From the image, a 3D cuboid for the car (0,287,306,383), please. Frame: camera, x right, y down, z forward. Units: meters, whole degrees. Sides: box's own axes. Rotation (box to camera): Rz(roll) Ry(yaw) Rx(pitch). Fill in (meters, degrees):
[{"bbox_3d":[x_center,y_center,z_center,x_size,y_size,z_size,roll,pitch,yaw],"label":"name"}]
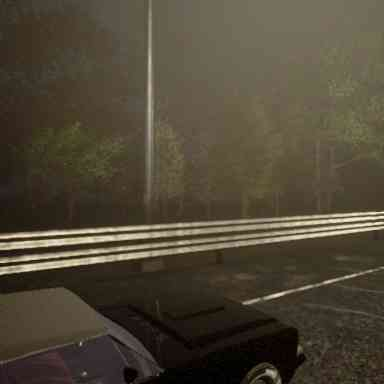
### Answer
[{"bbox_3d":[-1.126,1.604,2.941,4.718,1.301,1.895,0,0,-35],"label":"car"}]
